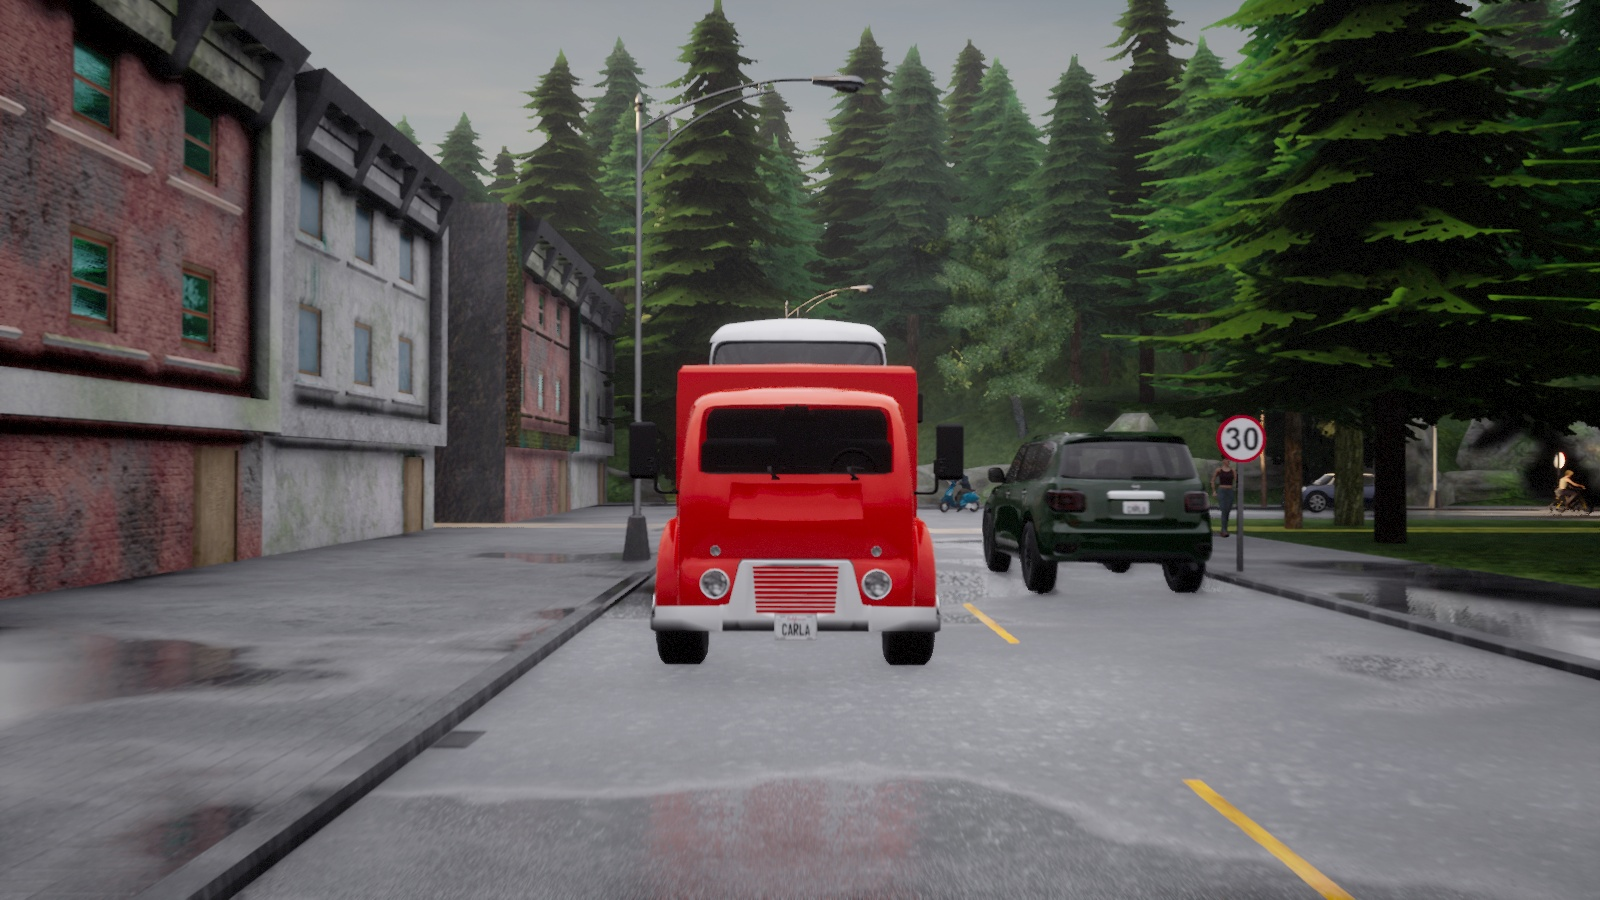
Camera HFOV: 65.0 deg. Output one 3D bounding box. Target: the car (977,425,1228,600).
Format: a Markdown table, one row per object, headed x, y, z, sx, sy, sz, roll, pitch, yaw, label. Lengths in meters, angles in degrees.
| x | y | z | sx | sy | sz | roll | pitch | yaw | label |
| --- | --- | --- | --- | --- | --- | --- | --- | --- | --- |
| 3.957 | 0.779 | 17.585 | 2.150 | 2.045 | 5.566 | 0 | -1 | 0 | car |

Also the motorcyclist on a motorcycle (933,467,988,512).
| x | y | z | sx | sy | sz | roll | pitch | yaw | label |
| --- | --- | --- | --- | --- | --- | --- | --- | --- | --- |
| 5.863 | 1.433 | 45.947 | 1.817 | 1.590 | 0.866 | 0 | -1 | -27 | motorcyclist on a motorcycle |

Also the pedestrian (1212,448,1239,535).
| x | y | z | sx | sy | sz | roll | pitch | yaw | label |
| --- | --- | --- | --- | --- | --- | --- | --- | --- | --- |
| 9.152 | 0.890 | 27.017 | 0.345 | 1.836 | 0.594 | 0 | -1 | 0 | pedestrian |

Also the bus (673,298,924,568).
| x | y | z | sx | sy | sz | roll | pitch | yaw | label |
| --- | --- | --- | --- | --- | --- | --- | --- | --- | --- |
| -0.097 | -0.190 | 24.965 | 3.944 | 4.253 | 10.273 | 0 | -1 | -1 | bus |

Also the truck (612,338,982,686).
| x | y | z | sx | sy | sz | roll | pitch | yaw | label |
| --- | --- | --- | --- | --- | --- | --- | --- | --- | --- |
| -0.028 | 0.509 | 11.560 | 2.627 | 2.467 | 5.204 | 0 | -2 | 0 | truck |

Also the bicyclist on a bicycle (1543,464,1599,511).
| x | y | z | sx | sy | sz | roll | pitch | yaw | label |
| --- | --- | --- | --- | --- | --- | --- | --- | --- | --- |
| 27.071 | 1.300 | 43.998 | 1.509 | 1.612 | 0.866 | 0 | -1 | -1 | bicyclist on a bicycle |

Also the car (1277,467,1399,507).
| x | y | z | sx | sy | sz | roll | pitch | yaw | label |
| --- | --- | --- | --- | --- | --- | --- | --- | --- | --- |
| 20.482 | 1.415 | 47.943 | 3.806 | 1.475 | 1.970 | 0 | -1 | -1 | car |
